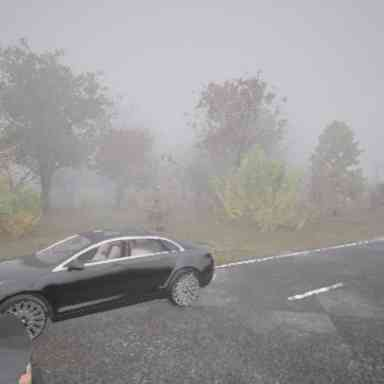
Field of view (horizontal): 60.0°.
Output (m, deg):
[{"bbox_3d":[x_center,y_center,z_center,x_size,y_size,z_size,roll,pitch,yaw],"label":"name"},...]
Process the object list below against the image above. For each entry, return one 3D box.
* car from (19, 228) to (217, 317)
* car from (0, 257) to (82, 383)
[{"bbox_3d":[-1.774,1.501,6.415,4.902,1.511,2.128,0,0,-36],"label":"car"},{"bbox_3d":[-3.256,1.483,1.366,4.902,1.511,2.128,0,0,-35],"label":"car"}]
